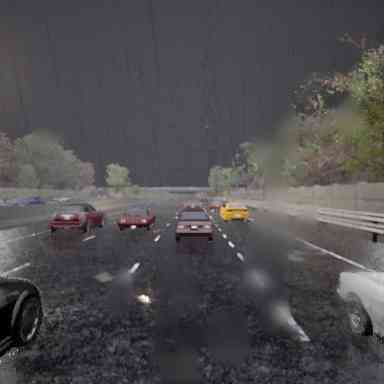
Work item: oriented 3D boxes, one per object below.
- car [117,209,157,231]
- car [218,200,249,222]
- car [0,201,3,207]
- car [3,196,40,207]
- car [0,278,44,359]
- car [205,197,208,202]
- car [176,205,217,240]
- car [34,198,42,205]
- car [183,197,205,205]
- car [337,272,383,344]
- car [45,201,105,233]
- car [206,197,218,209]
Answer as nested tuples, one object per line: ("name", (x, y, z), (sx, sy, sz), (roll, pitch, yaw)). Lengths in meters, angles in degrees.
("car", (-3.400, 1.736, 21.506), (1.895, 1.301, 4.718), (0, 0, 0))
("car", (3.502, 1.653, 27.788), (1.882, 1.535, 5.008), (0, 0, 0))
("car", (-24.583, 1.846, 44.029), (1.994, 1.385, 4.181), (0, 0, 0))
("car", (-21.086, 1.491, 42.280), (2.150, 2.045, 5.566), (0, 0, 0))
("car", (-3.400, 1.588, 3.722), (1.994, 1.385, 4.181), (0, 0, 0))
("car", (3.506, 2.188, 94.444), (1.837, 1.490, 4.892), (0, -1, 0))
("car", (0.103, 1.657, 17.543), (2.033, 1.411, 5.357), (0, 0, 0))
("car", (-17.592, 1.819, 42.400), (2.033, 1.411, 5.357), (0, 0, 0))
("car", (0.101, 1.591, 37.665), (2.097, 1.767, 4.553), (0, 0, 0))
("car", (3.497, 1.621, 3.777), (1.895, 1.301, 4.718), (0, 0, 0))
("car", (-6.900, 1.480, 20.539), (2.097, 1.767, 4.553), (0, 0, 0))
("car", (3.502, 1.874, 48.415), (1.994, 1.385, 4.181), (0, 0, 0))
